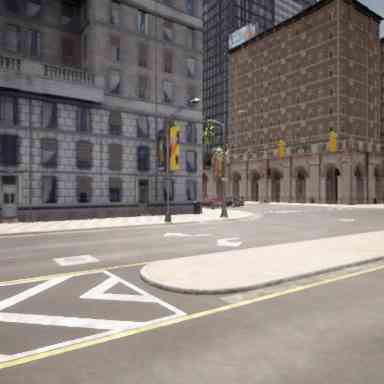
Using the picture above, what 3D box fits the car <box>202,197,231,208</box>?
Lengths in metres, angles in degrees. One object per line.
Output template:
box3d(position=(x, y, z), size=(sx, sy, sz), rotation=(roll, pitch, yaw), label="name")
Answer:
box3d(position=(2.968, 1.512, 47.078), size=(1.812, 1.442, 4.674), rotation=(0, 0, -35), label="car")

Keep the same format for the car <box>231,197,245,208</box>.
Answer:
box3d(position=(5.766, 1.487, 49.180), size=(1.837, 1.490, 4.892), rotation=(0, 0, -35), label="car")
